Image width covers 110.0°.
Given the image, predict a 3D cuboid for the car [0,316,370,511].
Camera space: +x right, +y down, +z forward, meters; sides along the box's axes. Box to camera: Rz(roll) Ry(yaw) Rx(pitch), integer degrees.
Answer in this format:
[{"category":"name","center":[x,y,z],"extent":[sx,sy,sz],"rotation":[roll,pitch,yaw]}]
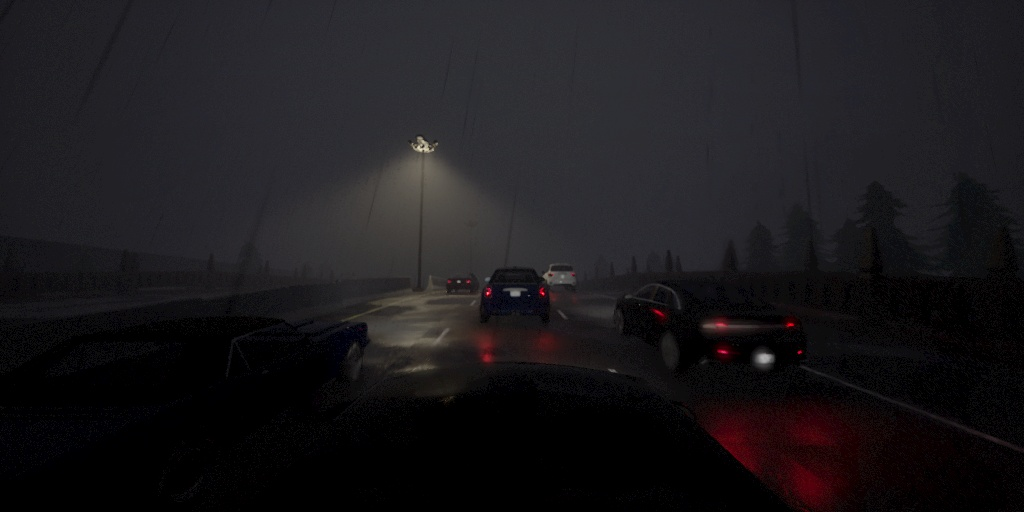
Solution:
[{"category":"car","center":[-3.401,1.354,4.160],"extent":[1.895,1.301,4.718],"rotation":[0,0,0]}]

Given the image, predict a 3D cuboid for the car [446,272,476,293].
[{"category":"car","center":[-3.406,1.857,25.419],"extent":[2.033,1.411,5.357],"rotation":[0,-4,0]}]

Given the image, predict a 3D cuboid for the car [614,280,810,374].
[{"category":"car","center":[3.598,1.250,7.533],"extent":[2.128,1.511,4.902],"rotation":[0,0,0]}]

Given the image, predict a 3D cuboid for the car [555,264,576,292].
[{"category":"car","center":[3.605,1.712,28.057],"extent":[2.150,2.045,5.566],"rotation":[0,-4,0]}]

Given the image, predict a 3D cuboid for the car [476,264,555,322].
[{"category":"car","center":[0.097,1.146,12.507],"extent":[2.097,1.767,4.553],"rotation":[0,-1,0]}]
